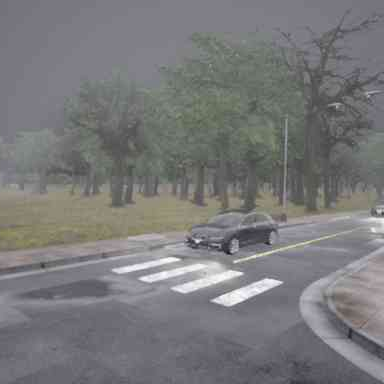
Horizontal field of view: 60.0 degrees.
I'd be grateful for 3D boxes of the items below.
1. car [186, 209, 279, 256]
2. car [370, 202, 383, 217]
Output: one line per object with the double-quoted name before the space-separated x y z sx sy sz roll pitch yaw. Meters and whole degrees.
"car" 1.795 1.497 13.442 1.837 1.490 4.892 2 1 41
"car" 19.615 1.746 33.725 2.128 1.511 4.902 2 1 42
